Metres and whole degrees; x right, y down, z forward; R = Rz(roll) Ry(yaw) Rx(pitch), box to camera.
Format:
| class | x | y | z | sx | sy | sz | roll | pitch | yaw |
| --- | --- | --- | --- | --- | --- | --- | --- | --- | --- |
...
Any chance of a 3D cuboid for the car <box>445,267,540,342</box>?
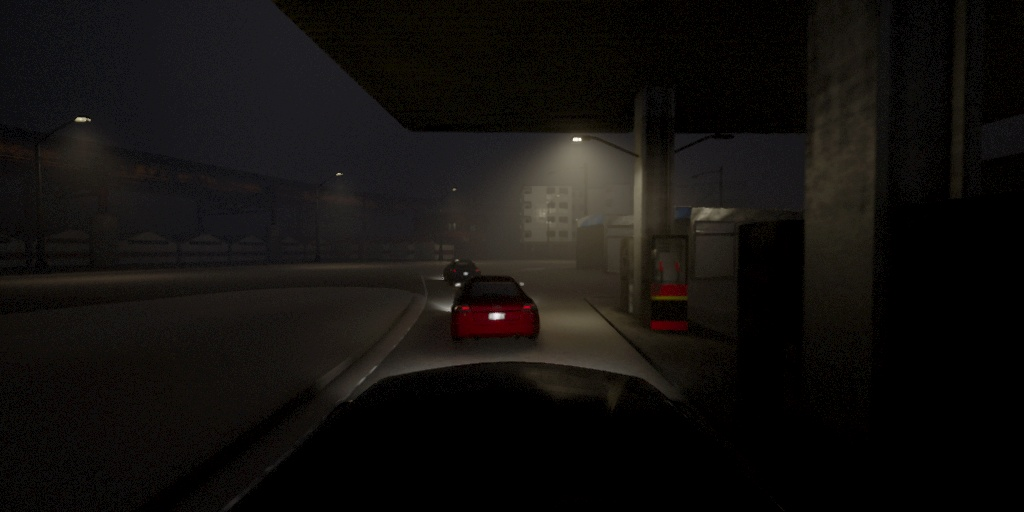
| class | x | y | z | sx | sy | sz | roll | pitch | yaw |
| --- | --- | --- | --- | --- | --- | --- | --- | --- | --- |
| car | -0.550 | 1.170 | 9.389 | 1.994 | 1.385 | 4.181 | 0 | 1 | -7 |

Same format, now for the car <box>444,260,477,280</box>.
| class | x | y | z | sx | sy | sz | roll | pitch | yaw |
| --- | --- | --- | --- | --- | --- | --- | --- | --- | --- |
| car | -3.117 | 0.927 | 22.287 | 1.994 | 1.385 | 4.181 | 0 | 1 | -15 |
